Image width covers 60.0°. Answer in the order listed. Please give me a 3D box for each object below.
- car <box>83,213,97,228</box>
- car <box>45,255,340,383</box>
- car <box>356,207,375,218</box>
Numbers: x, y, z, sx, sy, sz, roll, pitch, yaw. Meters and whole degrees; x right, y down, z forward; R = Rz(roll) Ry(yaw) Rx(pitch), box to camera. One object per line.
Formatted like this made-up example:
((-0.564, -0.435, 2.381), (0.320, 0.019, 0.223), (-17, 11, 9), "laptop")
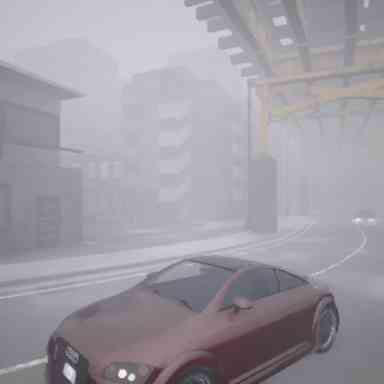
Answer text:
((-10.264, 2.372, 27.720), (2.033, 1.415, 5.357), (0, -1, 23), "car")
((0.288, 1.641, 4.609), (4.181, 1.385, 1.994), (1, -1, -41), "car")
((21.327, 2.471, 41.064), (1.895, 1.301, 4.718), (0, -1, 24), "car")
